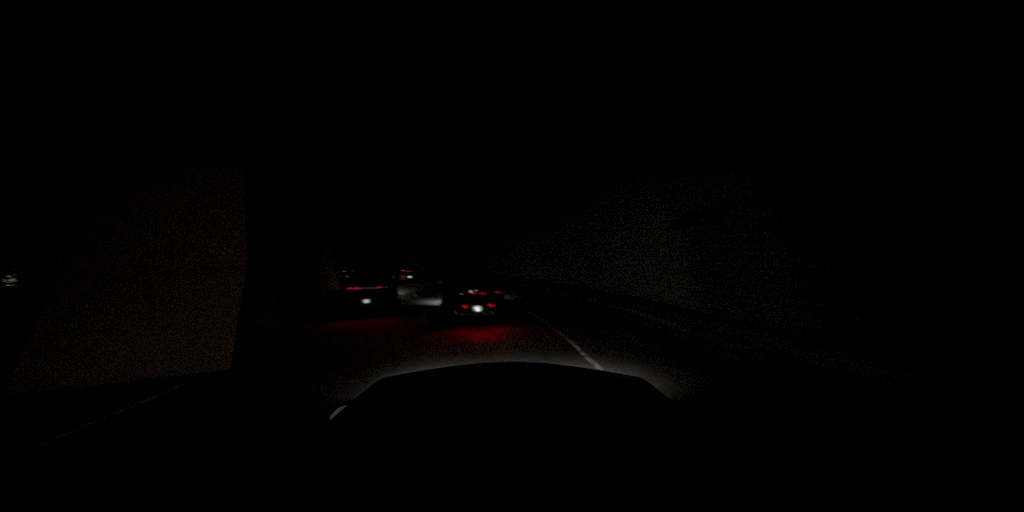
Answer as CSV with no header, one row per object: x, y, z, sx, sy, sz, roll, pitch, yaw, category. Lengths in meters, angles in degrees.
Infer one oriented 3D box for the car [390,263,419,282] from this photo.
-9.083,1.333,28.820,1.837,1.490,4.892,-1,0,-36,car

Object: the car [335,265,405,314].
-5.598,1.312,14.433,2.128,1.511,4.902,-1,0,-16,car

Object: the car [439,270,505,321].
-1.485,1.232,12.499,1.837,1.490,4.892,-1,0,-12,car

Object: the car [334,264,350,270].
-14.637,1.454,30.077,2.128,1.511,4.902,-2,0,-42,car
